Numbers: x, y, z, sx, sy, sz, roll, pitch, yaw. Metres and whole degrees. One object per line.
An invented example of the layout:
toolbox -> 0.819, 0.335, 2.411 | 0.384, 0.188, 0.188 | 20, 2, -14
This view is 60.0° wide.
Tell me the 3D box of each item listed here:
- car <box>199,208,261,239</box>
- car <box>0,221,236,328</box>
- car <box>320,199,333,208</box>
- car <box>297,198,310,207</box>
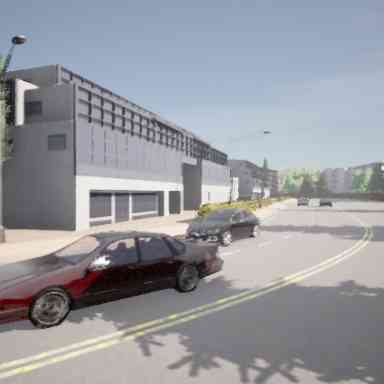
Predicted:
car -> 1.671, 1.577, 16.013 | 1.837, 1.490, 4.892 | 0, 0, 36
car -> -1.662, 1.595, 7.334 | 5.357, 1.411, 2.033 | 0, 0, -40
car -> 21.133, 1.747, 52.461 | 1.895, 1.301, 4.718 | 0, 0, 21
car -> 18.613, 1.774, 55.659 | 2.033, 1.411, 5.357 | 0, 0, 20
